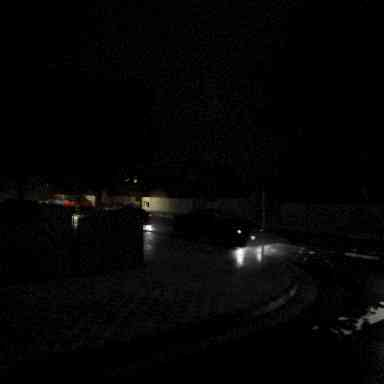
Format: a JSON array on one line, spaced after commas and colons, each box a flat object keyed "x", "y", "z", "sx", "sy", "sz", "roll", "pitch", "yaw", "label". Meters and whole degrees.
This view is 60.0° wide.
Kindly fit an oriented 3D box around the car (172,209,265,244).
[{"x": 1.079, "y": 1.566, "z": 16.447, "sx": 2.033, "sy": 1.411, "sz": 5.357, "roll": 1, "pitch": 0, "yaw": -36, "label": "car"}]

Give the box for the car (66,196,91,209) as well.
[{"x": -15.097, "y": 1.364, "z": 44.020, "sx": 1.882, "sy": 1.535, "sz": 5.008, "roll": 1, "pitch": 0, "yaw": -35, "label": "car"}]

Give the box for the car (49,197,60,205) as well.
[{"x": -21.110, "y": 1.443, "z": 52.329, "sx": 1.895, "sy": 1.301, "sz": 4.718, "roll": 1, "pitch": 0, "yaw": -36, "label": "car"}]

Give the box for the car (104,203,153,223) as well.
[{"x": -4.910, "y": 1.514, "z": 24.813, "sx": 2.033, "sy": 1.411, "sz": 5.357, "roll": 1, "pitch": 0, "yaw": -36, "label": "car"}]

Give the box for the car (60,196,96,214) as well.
[{"x": -11.529, "y": 1.263, "z": 34.077, "sx": 2.097, "sy": 1.767, "sz": 4.553, "roll": 1, "pitch": 0, "yaw": -35, "label": "car"}]
